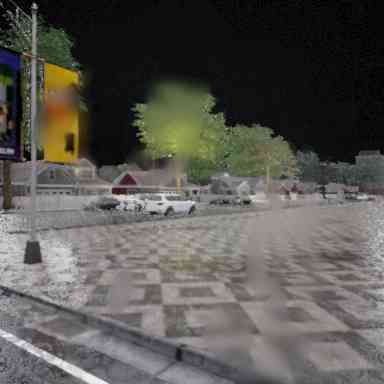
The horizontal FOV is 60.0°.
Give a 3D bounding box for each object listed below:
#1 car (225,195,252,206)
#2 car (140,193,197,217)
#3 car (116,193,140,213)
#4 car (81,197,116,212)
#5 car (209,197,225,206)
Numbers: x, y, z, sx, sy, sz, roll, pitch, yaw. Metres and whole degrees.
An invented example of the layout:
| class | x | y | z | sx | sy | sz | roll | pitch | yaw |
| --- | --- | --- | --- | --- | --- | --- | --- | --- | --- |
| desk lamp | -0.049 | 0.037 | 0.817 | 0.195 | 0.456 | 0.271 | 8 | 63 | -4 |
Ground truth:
| class | x | y | z | sx | sy | sz | roll | pitch | yaw |
| --- | --- | --- | --- | --- | --- | --- | --- | --- | --- |
| car | 7.883 | 1.334 | 53.973 | 2.097 | 1.767 | 4.553 | 1 | 0 | 38 |
| car | -1.843 | 1.201 | 30.932 | 2.150 | 2.045 | 5.566 | 1 | 0 | 38 |
| car | -5.347 | 1.142 | 37.164 | 2.150 | 2.045 | 5.566 | 1 | 0 | 38 |
| car | -9.839 | 1.382 | 36.694 | 1.837 | 1.490 | 4.892 | 1 | 0 | 38 |
| car | 5.024 | 1.500 | 55.605 | 2.033 | 1.411 | 5.357 | 1 | 0 | 38 |
